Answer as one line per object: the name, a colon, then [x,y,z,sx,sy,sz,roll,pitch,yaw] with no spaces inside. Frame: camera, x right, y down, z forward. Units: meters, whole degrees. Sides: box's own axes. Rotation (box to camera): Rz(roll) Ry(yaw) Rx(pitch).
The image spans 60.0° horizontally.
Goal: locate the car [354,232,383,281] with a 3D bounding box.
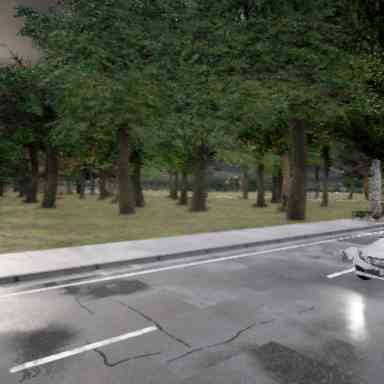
car: [6.069,1.486,8.635,4.674,1.442,1.812,0,1,-38]
